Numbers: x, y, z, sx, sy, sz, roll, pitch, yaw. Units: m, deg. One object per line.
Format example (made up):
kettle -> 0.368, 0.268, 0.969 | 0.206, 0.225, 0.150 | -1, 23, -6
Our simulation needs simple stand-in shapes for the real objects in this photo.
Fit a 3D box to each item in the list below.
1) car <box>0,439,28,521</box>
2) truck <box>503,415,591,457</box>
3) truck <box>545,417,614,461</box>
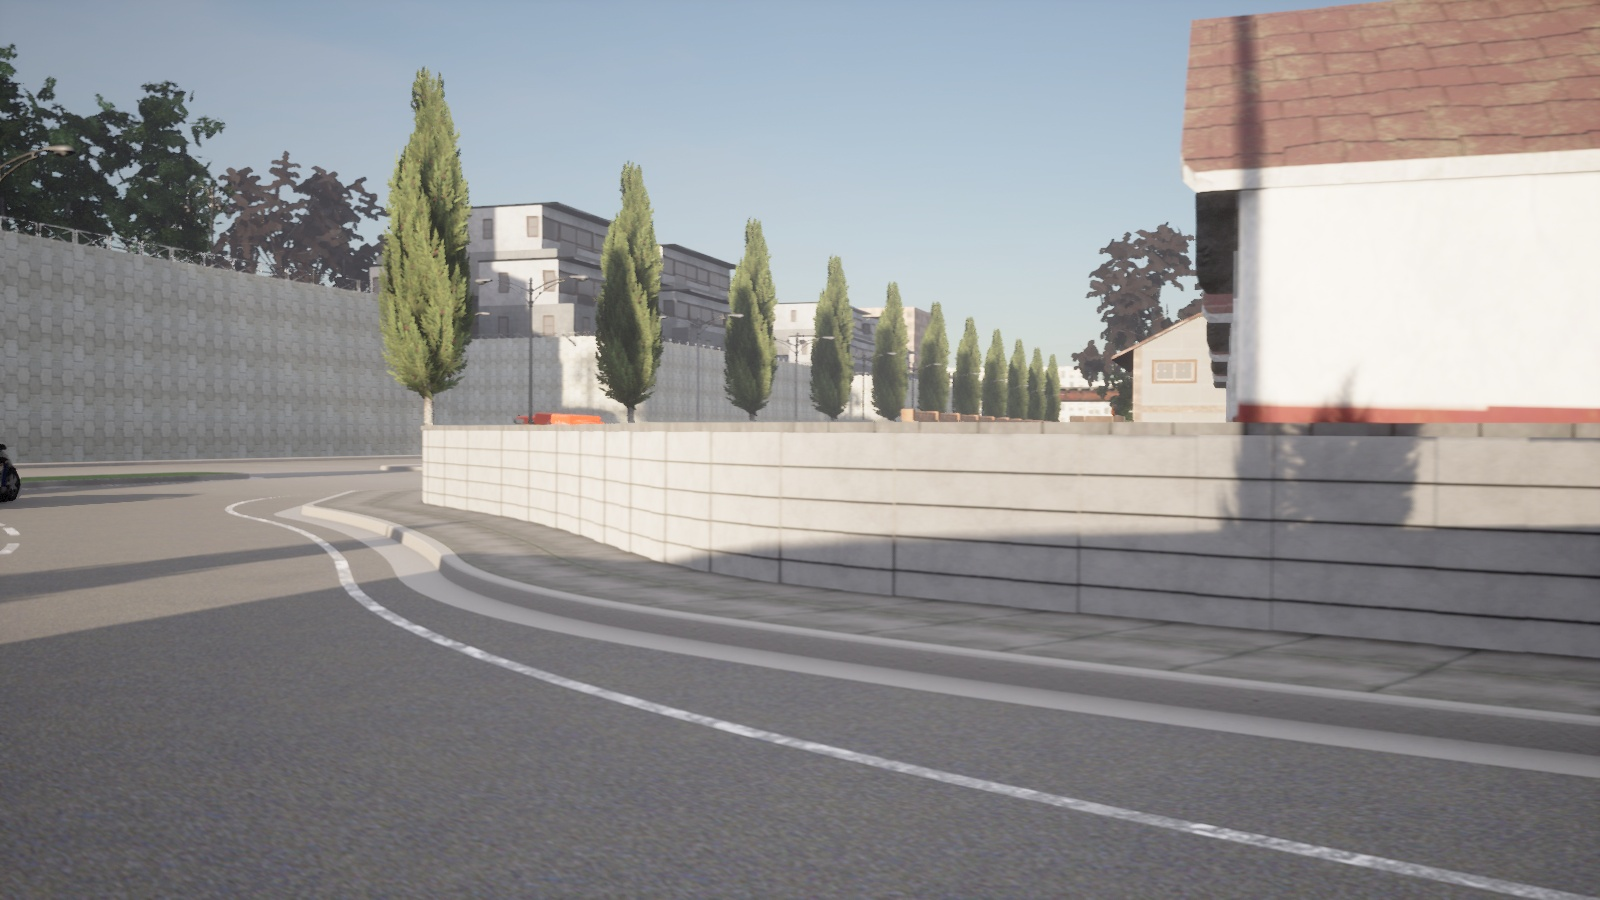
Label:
car -> -16.007, 0.579, 23.541 | 1.789, 1.549, 3.705 | -1, 1, -18
truck -> -17.516, -1.002, 87.123 | 5.204, 2.467, 2.627 | 4, 3, 12
truck -> -13.995, -0.719, 79.400 | 2.627, 2.467, 5.204 | 1, 3, -30
